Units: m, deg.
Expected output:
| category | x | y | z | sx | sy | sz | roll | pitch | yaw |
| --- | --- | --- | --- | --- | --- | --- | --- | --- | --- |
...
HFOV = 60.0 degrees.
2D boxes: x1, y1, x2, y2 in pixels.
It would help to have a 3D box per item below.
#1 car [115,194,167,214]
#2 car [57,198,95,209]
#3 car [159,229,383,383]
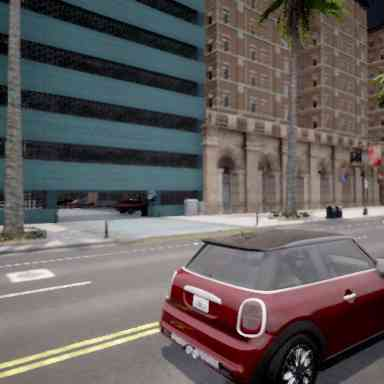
| category | x | y | z | sx | sy | sz | roll | pitch | yaw |
| --- | --- | --- | --- | --- | --- | --- | --- | --- | --- |
| car | -5.275 | 1.240 | 35.335 | 5.566 | 2.045 | 2.435 | 0 | 0 | -37 |
| car | -17.015 | 1.793 | 49.651 | 4.718 | 1.301 | 1.895 | 0 | 0 | -37 |
| car | 1.834 | 1.376 | 5.280 | 4.553 | 1.767 | 2.097 | 0 | 0 | -36 |
